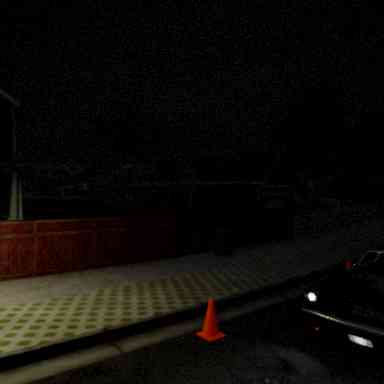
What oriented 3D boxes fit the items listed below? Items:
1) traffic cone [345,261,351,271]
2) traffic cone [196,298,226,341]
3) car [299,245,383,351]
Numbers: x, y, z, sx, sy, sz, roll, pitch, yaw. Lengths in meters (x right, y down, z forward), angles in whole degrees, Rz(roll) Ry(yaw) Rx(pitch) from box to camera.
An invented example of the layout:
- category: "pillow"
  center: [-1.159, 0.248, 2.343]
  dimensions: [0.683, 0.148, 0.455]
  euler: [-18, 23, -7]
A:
- category: "traffic cone"
  center: [3.988, 2.052, 8.479]
  dimensions: [0.340, 0.580, 0.340]
  euler: [1, -1, -42]
- category: "traffic cone"
  center: [0.306, 1.997, 5.327]
  dimensions: [0.340, 0.580, 0.340]
  euler: [1, -1, -39]
- category: "car"
  center: [3.872, 1.677, 5.853]
  dimensions: [4.718, 1.301, 1.895]
  euler: [1, -1, -41]
